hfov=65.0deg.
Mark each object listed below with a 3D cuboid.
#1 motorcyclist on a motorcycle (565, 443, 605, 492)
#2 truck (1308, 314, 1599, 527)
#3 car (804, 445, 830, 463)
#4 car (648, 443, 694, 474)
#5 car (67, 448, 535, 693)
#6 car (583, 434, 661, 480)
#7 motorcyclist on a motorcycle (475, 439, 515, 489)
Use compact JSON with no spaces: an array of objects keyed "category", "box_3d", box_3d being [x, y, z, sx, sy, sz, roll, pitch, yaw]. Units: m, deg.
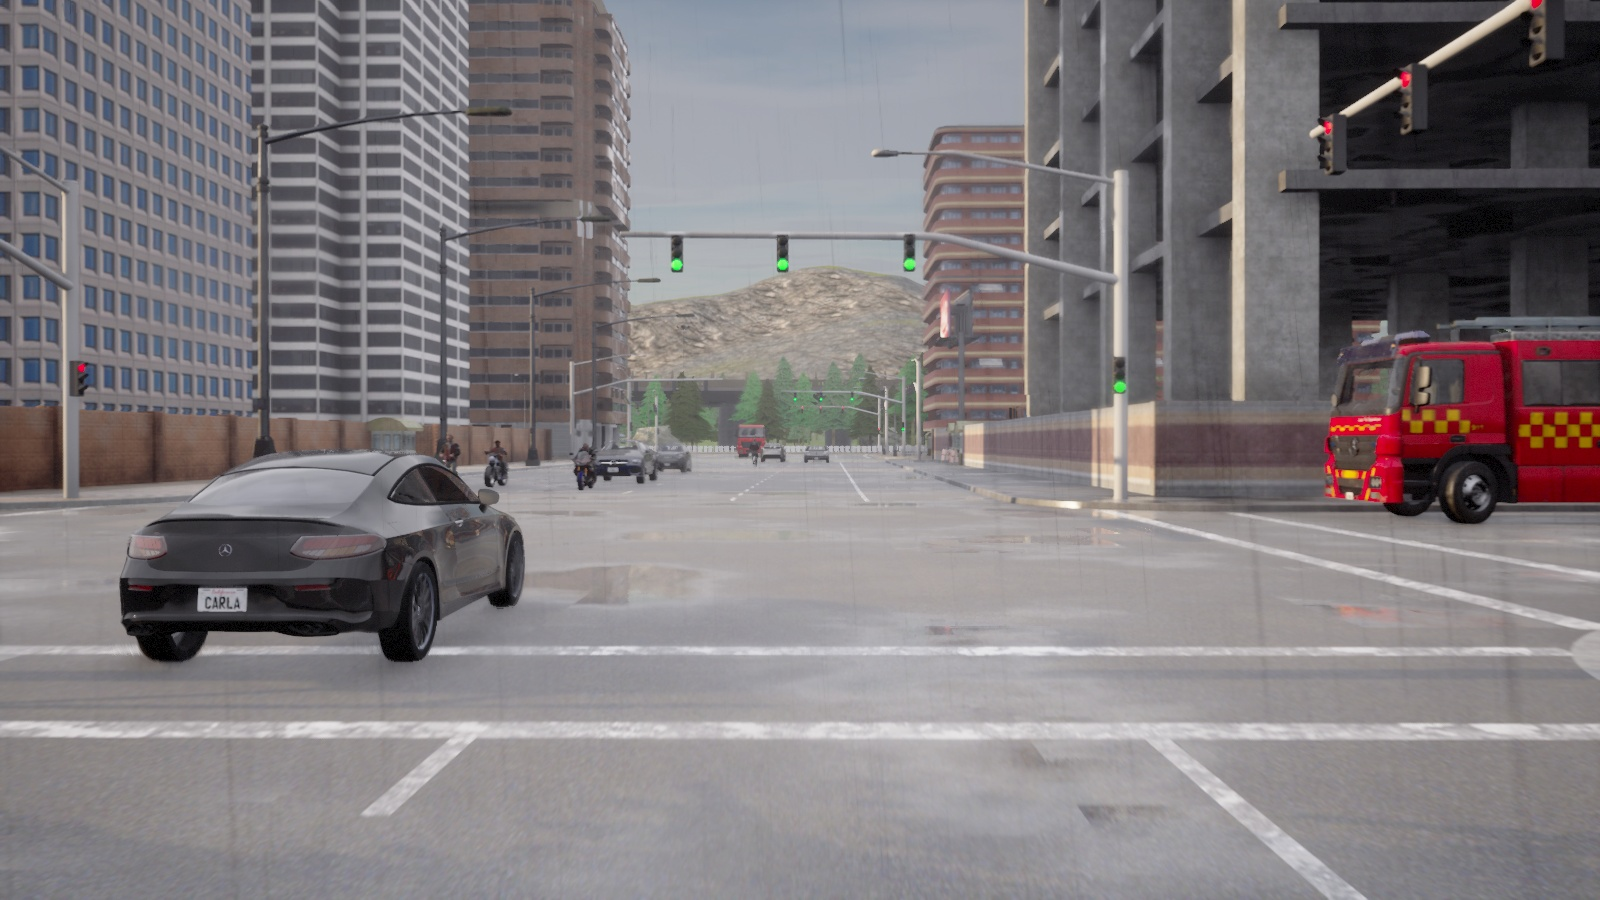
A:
[{"category":"motorcyclist on a motorcycle","box_3d":[-6.892,0.549,40.337,0.866,1.530,2.191,0,0,1]},{"category":"truck","box_3d":[14.570,-0.542,24.071,8.468,3.827,2.891,0,0,1]},{"category":"car","box_3d":[1.293,0.313,94.868,1.895,1.301,4.718,0,0,1]},{"category":"car","box_3d":[-6.413,0.403,62.599,1.845,1.501,3.633,0,0,1]},{"category":"car","box_3d":[-3.466,0.714,9.824,1.812,1.442,4.674,0,0,0]},{"category":"car","box_3d":[-6.730,0.250,47.933,2.152,1.651,5.027,0,0,1]},{"category":"motorcyclist on a motorcycle","box_3d":[-10.345,0.448,42.657,0.766,1.649,2.350,0,0,1]}]
